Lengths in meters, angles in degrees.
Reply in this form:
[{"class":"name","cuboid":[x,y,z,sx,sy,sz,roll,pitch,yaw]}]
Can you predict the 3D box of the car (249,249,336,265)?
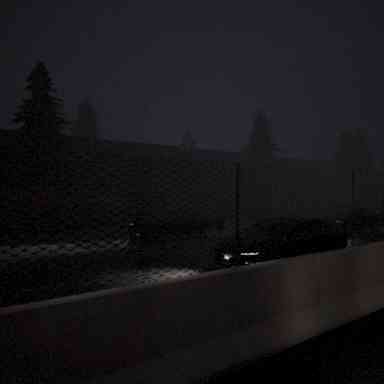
[{"class":"car","cuboid":[2.901,1.522,10.363,4.892,1.490,1.837,0,0,-36]}]
